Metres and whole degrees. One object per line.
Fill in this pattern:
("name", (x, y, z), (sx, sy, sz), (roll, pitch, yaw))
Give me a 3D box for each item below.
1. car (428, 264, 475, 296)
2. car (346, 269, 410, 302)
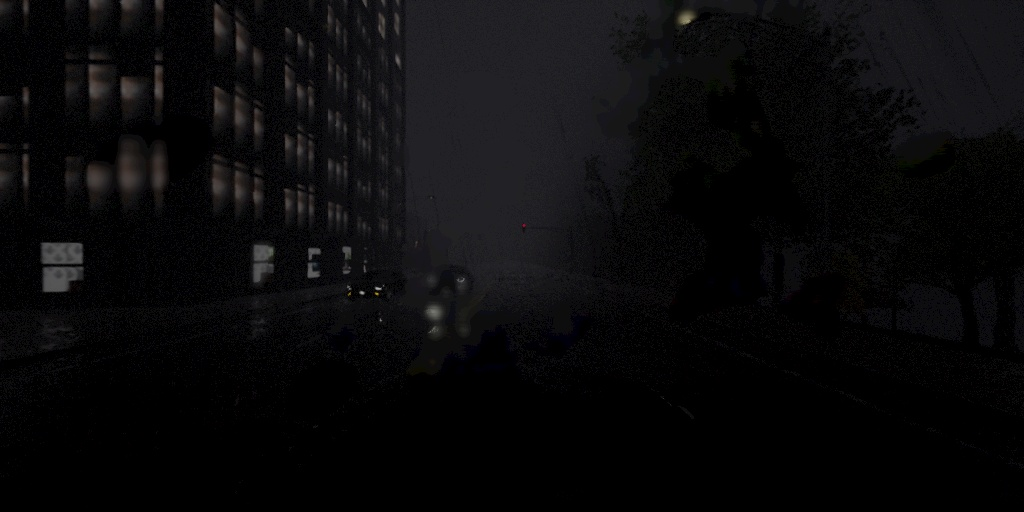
("car", (-3.382, 1.286, 20.679), (2.097, 1.767, 4.553), (0, 0, 0))
("car", (-6.627, 1.418, 18.261), (1.837, 1.490, 4.892), (0, -1, 0))
